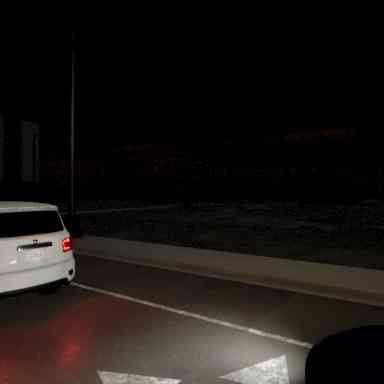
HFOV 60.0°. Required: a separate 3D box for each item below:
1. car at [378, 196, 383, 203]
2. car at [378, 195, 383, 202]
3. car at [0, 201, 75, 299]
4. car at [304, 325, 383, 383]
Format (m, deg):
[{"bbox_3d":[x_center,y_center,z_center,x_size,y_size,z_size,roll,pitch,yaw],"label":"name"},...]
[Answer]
[{"bbox_3d":[39.934,1.527,67.893,2.038,1.542,4.974,1,1,6],"label":"car"},{"bbox_3d":[39.940,1.369,67.943,1.853,1.218,4.536,1,1,6],"label":"car"},{"bbox_3d":[-5.017,1.220,7.565,5.566,2.045,2.150,0,0,35],"label":"car"},{"bbox_3d":[3.020,1.516,1.833,4.674,1.442,1.812,0,0,35],"label":"car"}]
